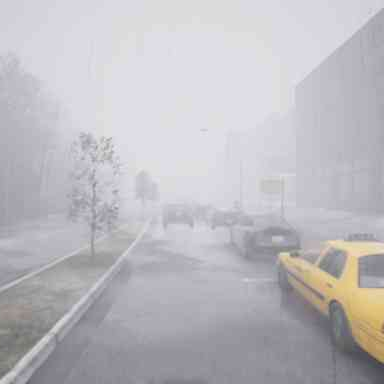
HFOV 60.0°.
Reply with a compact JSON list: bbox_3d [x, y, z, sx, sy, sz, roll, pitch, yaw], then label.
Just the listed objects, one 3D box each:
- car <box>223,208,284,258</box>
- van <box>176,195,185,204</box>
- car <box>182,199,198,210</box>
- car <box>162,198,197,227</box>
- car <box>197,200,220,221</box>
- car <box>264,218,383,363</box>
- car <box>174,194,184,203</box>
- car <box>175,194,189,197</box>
[{"bbox_3d":[2.731,1.611,13.217,2.163,1.488,4.792,0,0,-2],"label":"car"},{"bbox_3d":[-2.838,1.638,78.064,1.878,1.987,4.442,0,0,-5],"label":"van"},{"bbox_3d":[-0.374,1.829,50.320,2.002,1.452,4.674,0,0,-5],"label":"car"},{"bbox_3d":[-1.065,1.524,24.192,2.097,1.767,4.553,0,0,-5],"label":"car"},{"bbox_3d":[1.099,1.712,33.742,2.231,1.521,4.892,0,0,-5],"label":"car"},{"bbox_3d":[2.986,1.524,6.181,1.946,1.575,5.366,0,0,-1],"label":"car"},{"bbox_3d":[-3.323,1.618,83.500,2.435,2.045,5.566,0,0,-5],"label":"car"},{"bbox_3d":[-1.358,1.576,61.401,2.435,2.045,5.566,0,0,-5],"label":"car"}]
